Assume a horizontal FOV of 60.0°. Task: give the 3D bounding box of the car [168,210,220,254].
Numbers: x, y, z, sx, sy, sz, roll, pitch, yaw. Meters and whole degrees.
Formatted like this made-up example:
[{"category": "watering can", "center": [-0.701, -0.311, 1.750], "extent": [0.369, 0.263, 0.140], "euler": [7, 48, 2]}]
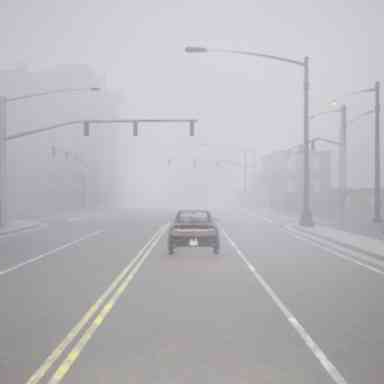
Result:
[{"category": "car", "center": [0.069, 1.481, 13.418], "extent": [2.128, 1.511, 4.902], "euler": [0, 0, 0]}]
